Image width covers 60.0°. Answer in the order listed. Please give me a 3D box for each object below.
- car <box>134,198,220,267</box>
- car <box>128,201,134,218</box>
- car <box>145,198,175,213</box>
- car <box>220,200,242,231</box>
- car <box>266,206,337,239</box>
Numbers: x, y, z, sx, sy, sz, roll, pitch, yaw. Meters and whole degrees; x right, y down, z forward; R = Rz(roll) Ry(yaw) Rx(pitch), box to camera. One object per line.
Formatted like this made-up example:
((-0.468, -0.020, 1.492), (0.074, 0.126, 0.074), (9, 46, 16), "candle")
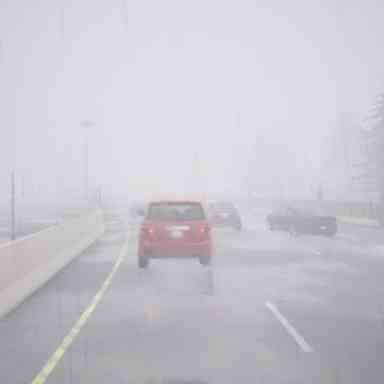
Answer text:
((-0.693, 1.211, 11.551), (2.150, 2.045, 5.566), (0, 0, -6), "car")
((-4.655, 1.458, 30.079), (1.882, 1.535, 5.008), (0, 0, -16), "car")
((-3.724, 1.462, 37.968), (2.128, 1.511, 4.902), (0, 0, -21), "car")
((1.409, 1.327, 20.200), (2.097, 1.767, 4.553), (0, 0, -10), "car")
((5.506, 1.446, 17.368), (1.882, 1.535, 5.008), (0, 0, -9), "car")
